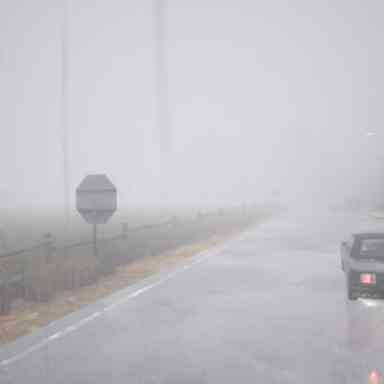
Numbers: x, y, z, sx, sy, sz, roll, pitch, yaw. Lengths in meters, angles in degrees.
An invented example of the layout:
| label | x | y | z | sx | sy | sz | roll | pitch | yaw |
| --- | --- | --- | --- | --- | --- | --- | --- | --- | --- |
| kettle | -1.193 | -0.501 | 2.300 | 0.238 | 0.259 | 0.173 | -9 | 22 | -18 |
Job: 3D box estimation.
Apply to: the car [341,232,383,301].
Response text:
| label | x | y | z | sx | sy | sz | roll | pitch | yaw |
| --- | --- | --- | --- | --- | --- | --- | --- | --- | --- |
| car | 4.633 | 1.620 | 7.971 | 1.895 | 1.301 | 4.718 | -1 | -1 | 22 |

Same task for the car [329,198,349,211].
| label | x | y | z | sx | sy | sz | roll | pitch | yaw |
| --- | --- | --- | --- | --- | --- | --- | --- | --- | --- |
| car | 19.039 | 1.679 | 43.435 | 1.812 | 1.442 | 4.674 | -1 | -1 | 22 |

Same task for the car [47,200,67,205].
| label | x | y | z | sx | sy | sz | roll | pitch | yaw |
| --- | --- | --- | --- | --- | --- | --- | --- | --- | --- |
| car | -32.389 | 2.572 | 79.922 | 1.812 | 1.442 | 4.674 | -1 | -1 | 36 |

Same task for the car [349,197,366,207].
| label | x | y | z | sx | sy | sz | roll | pitch | yaw |
| --- | --- | --- | --- | --- | --- | --- | --- | --- | --- |
| car | 26.658 | 1.607 | 54.819 | 5.008 | 1.535 | 1.882 | -1 | 0 | -34 |
